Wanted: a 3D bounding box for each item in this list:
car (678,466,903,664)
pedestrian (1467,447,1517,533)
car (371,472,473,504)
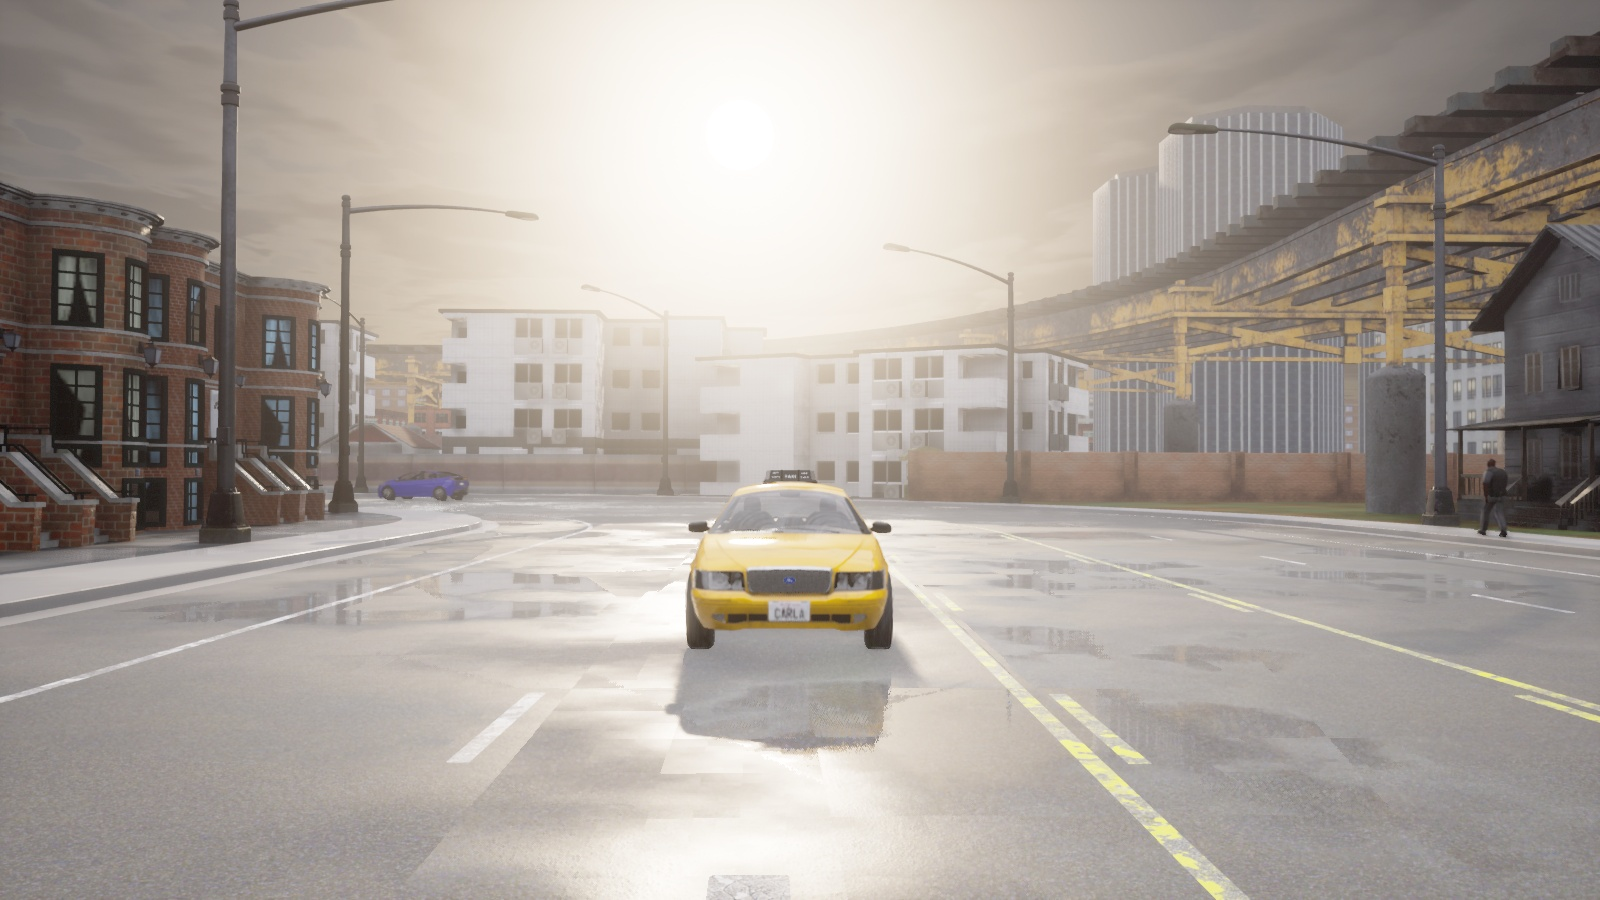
[{"bbox_3d":[-0.094,0.967,12.743,1.801,1.575,5.366,0,-1,0],"label":"car"},{"bbox_3d":[15.405,0.877,27.969,0.563,1.883,0.849,0,-1,-4],"label":"pedestrian"},{"bbox_3d":[-18.903,1.890,62.874,4.514,1.525,2.007,0,-1,14],"label":"car"}]
